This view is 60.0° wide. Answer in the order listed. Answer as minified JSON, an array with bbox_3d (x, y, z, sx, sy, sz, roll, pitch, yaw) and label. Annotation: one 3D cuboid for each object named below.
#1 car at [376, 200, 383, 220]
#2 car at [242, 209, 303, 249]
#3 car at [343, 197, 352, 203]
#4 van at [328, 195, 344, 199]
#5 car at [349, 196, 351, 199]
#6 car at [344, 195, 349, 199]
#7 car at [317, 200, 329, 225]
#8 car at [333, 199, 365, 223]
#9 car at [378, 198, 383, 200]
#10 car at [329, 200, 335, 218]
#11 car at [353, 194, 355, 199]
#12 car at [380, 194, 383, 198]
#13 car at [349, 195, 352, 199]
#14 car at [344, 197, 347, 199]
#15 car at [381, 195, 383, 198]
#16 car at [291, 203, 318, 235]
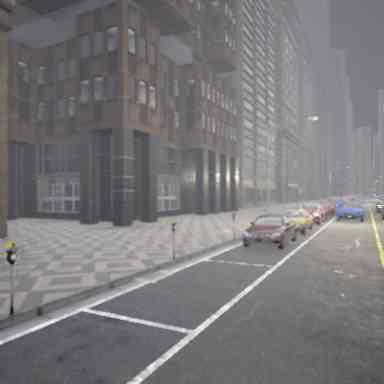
[{"bbox_3d":[17.449,1.645,28.895,1.994,1.385,4.181,-1,0,27],"label":"car"},{"bbox_3d":[3.601,1.664,14.966,1.802,1.307,4.206,0,0,28],"label":"car"},{"bbox_3d":[37.246,1.887,79.550,1.802,1.307,4.206,0,0,28],"label":"car"},{"bbox_3d":[19.129,1.525,44.777,1.690,1.788,3.998,0,0,28],"label":"van"},{"bbox_3d":[26.894,1.801,59.679,1.947,1.339,4.313,0,0,28],"label":"car"},{"bbox_3d":[24.306,1.658,54.712,1.967,1.590,4.097,0,0,28],"label":"car"},{"bbox_3d":[8.777,1.556,24.903,1.967,1.590,4.097,0,0,28],"label":"car"},{"bbox_3d":[13.005,1.579,27.226,1.882,1.535,5.008,-1,-1,28],"label":"car"},{"bbox_3d":[22.328,1.716,38.431,1.895,1.301,4.718,-1,0,28],"label":"car"},{"bbox_3d":[11.365,1.677,29.870,1.887,1.381,4.507,0,0,28],"label":"car"},{"bbox_3d":[34.658,1.602,74.584,2.192,1.841,5.009,0,0,28],"label":"car"},{"bbox_3d":[47.401,1.806,80.592,1.947,1.339,4.313,0,0,28],"label":"car"},{"bbox_3d":[29.482,1.692,64.648,1.967,1.590,4.097,0,0,28],"label":"car"},{"bbox_3d":[21.718,1.783,49.743,1.802,1.307,4.206,0,0,28],"label":"car"},{"bbox_3d":[44.813,1.787,75.624,1.947,1.339,4.313,0,0,28],"label":"car"},{"bbox_3d":[6.111,1.624,19.784,1.752,1.417,4.829,0,0,28],"label":"car"}]
